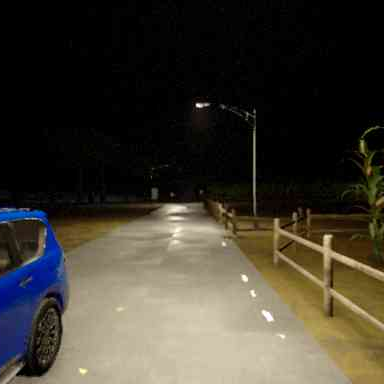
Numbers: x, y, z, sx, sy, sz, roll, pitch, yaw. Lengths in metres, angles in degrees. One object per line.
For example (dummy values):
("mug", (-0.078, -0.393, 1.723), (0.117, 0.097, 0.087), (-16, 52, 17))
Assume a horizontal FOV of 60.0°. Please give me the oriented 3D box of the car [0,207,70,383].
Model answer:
("car", (-2.845, 1.220, 2.624), (2.150, 2.045, 5.566), (0, 0, 0))
